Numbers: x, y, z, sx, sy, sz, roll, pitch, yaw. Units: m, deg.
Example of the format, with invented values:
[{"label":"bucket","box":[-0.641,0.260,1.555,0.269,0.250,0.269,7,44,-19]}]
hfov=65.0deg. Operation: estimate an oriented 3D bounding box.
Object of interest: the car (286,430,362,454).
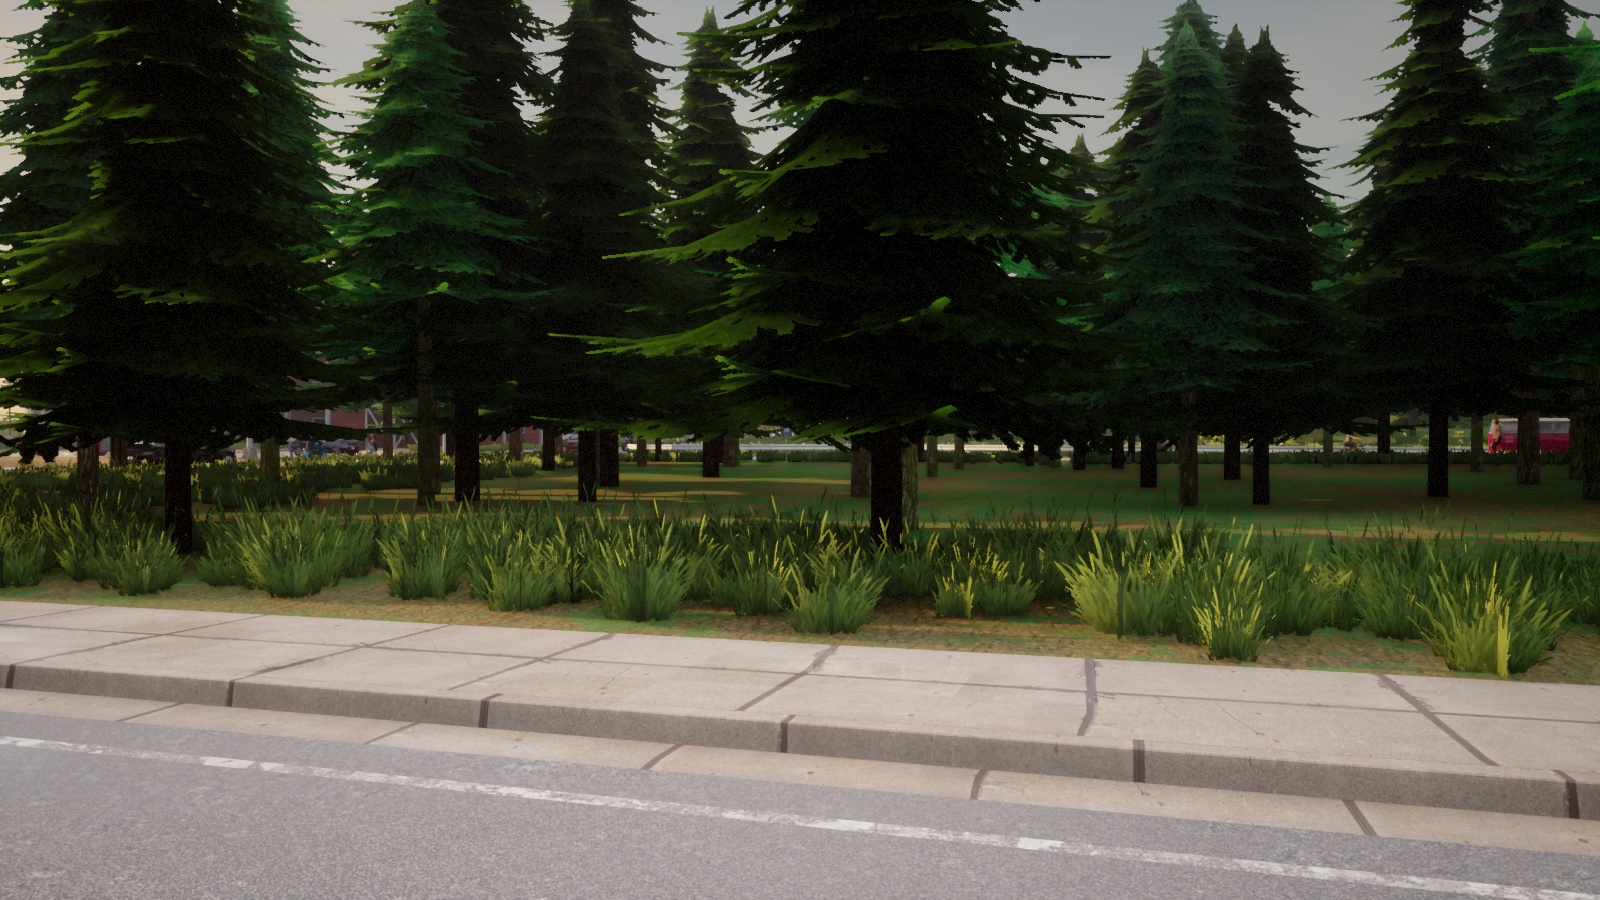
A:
[{"label":"car","box":[-29.769,-0.529,78.520,4.193,1.474,1.816,0,1,16]}]

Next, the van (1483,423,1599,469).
[{"label":"van","box":[33.020,-0.189,55.749,4.442,1.987,1.775,1,1,19]}]

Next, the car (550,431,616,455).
[{"label":"car","box":[-13.622,-0.458,78.647,4.193,1.474,1.816,1,1,41]}]

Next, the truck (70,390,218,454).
[{"label":"truck","box":[-40.800,-1.746,78.091,8.468,3.827,2.891,0,1,16]}]

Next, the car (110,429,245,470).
[{"label":"car","box":[-24.790,-0.066,50.212,1.882,1.535,5.008,1,1,17]}]

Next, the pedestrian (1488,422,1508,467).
[{"label":"pedestrian","box":[29.075,-0.240,52.318,0.634,1.846,0.331,0,1,17]}]

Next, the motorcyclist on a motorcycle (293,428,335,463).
[{"label":"motorcyclist on a motorcycle","box":[-22.386,-0.204,57.883,0.866,1.590,1.817,1,1,17]}]
